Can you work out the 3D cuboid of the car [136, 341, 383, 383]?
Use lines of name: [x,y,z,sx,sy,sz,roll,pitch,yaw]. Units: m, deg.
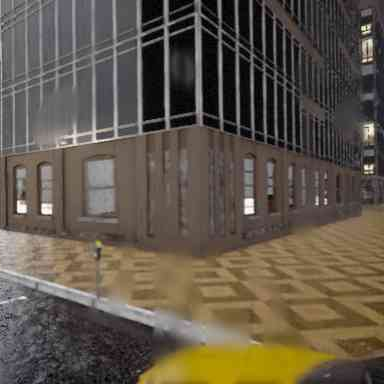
car: [1.572,1.528,1.732,4.829,1.417,1.752,0,-1,36]
